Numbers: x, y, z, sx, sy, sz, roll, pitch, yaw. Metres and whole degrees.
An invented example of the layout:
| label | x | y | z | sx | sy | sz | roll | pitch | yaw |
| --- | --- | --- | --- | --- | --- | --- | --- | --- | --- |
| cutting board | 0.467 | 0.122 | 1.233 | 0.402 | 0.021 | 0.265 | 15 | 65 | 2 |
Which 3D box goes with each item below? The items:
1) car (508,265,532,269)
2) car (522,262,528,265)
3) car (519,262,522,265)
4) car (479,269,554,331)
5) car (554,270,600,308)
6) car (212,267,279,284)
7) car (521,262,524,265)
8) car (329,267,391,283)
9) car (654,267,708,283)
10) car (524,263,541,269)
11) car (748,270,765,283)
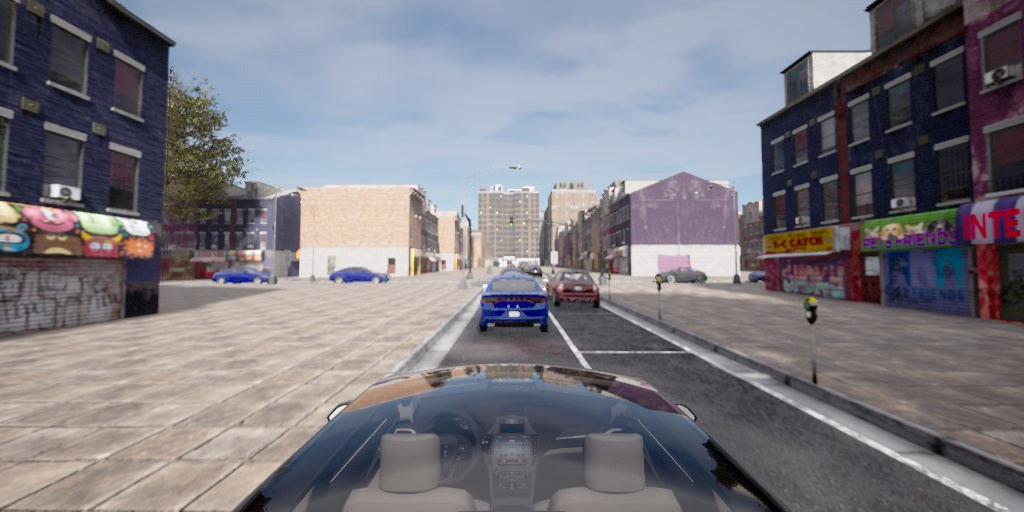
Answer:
| label | x | y | z | sx | sy | sz | roll | pitch | yaw |
| --- | --- | --- | --- | --- | --- | --- | --- | --- | --- |
| car | -0.047 | 1.495 | 22.208 | 1.812 | 1.442 | 4.674 | 0 | 0 | -3 |
| car | 2.699 | 1.911 | 48.563 | 1.948 | 1.339 | 4.313 | 0 | 0 | 0 |
| car | 2.720 | 2.195 | 64.871 | 1.948 | 1.339 | 4.313 | 0 | 0 | 0 |
| car | 0.039 | 1.331 | 11.442 | 1.882 | 1.535 | 5.008 | 0 | -1 | 0 |
| car | 2.657 | 1.349 | 16.385 | 1.967 | 1.591 | 4.097 | 0 | 0 | 0 |
| car | -21.160 | 1.622 | 28.530 | 4.674 | 1.442 | 1.812 | -1 | -2 | 1 |
| car | 2.706 | 1.961 | 54.168 | 1.751 | 1.417 | 4.829 | 0 | 0 | 0 |
| car | -12.019 | 1.556 | 28.461 | 4.674 | 1.442 | 1.812 | 0 | -2 | 1 |
| car | 14.647 | 1.667 | 31.206 | 4.181 | 1.385 | 1.994 | 0 | -2 | 0 |
| car | 2.692 | 1.826 | 43.127 | 1.948 | 1.339 | 4.313 | 0 | 0 | 0 |
| car | 23.101 | 1.624 | 31.140 | 4.674 | 1.442 | 1.812 | 0 | -2 | 0 |
